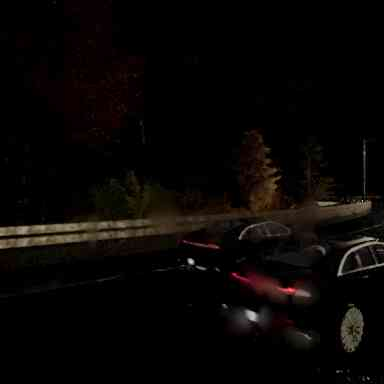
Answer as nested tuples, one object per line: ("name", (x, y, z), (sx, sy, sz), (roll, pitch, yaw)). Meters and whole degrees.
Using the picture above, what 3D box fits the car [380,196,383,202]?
("car", (42.334, 1.591, 72.663), (2.033, 1.411, 5.357), (0, 0, 8))

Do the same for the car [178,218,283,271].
("car", (1.846, 1.537, 9.916), (4.902, 1.511, 2.128), (0, 0, -39))

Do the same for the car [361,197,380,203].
("car", (38.895, 1.660, 73.324), (1.895, 1.301, 4.718), (0, 0, 8))

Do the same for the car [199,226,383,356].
("car", (2.751, 1.516, 6.136), (4.902, 1.511, 2.128), (0, 0, -38))
